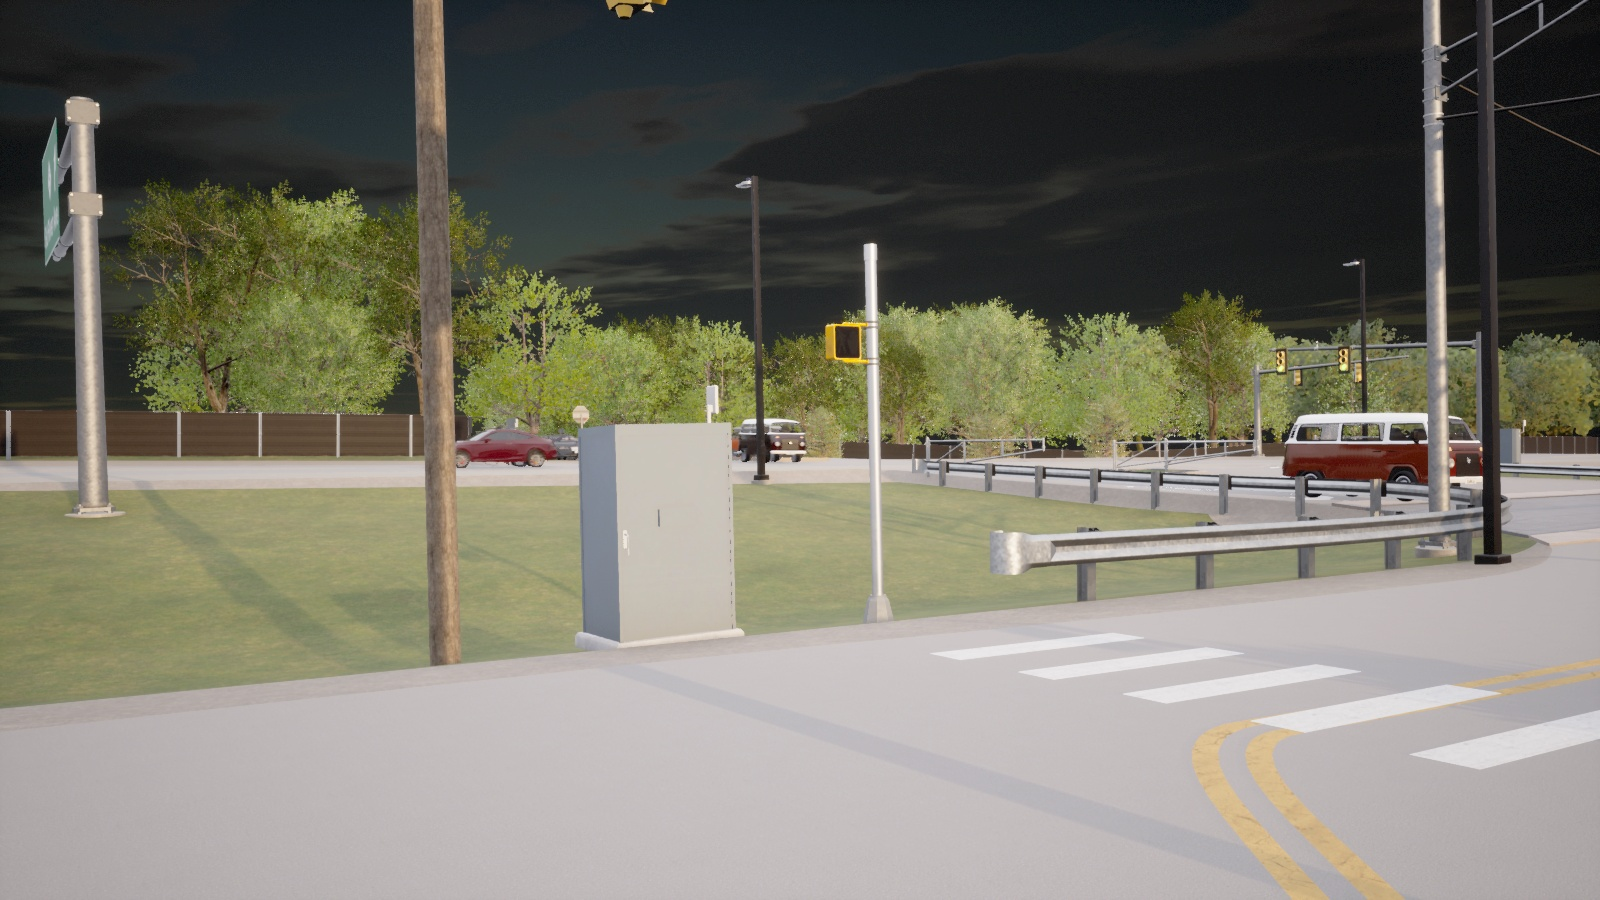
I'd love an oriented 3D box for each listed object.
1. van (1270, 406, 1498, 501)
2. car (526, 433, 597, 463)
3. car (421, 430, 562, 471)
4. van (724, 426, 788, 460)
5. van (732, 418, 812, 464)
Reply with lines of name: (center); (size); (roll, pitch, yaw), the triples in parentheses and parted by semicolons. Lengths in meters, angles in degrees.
van: (13.653, 0.076, 29.632); (2.069, 2.038, 4.480); (0, 0, -30)
car: (-13.455, -0.098, 70.550); (2.128, 1.511, 4.902); (-1, 0, -34)
car: (-11.330, -0.009, 46.236); (4.674, 1.442, 1.812); (0, 0, -33)
van: (-2.659, -0.402, 74.745); (1.775, 1.987, 4.442); (-1, 1, -33)
van: (-1.349, -0.428, 57.710); (2.069, 2.038, 4.480); (0, 0, -24)
